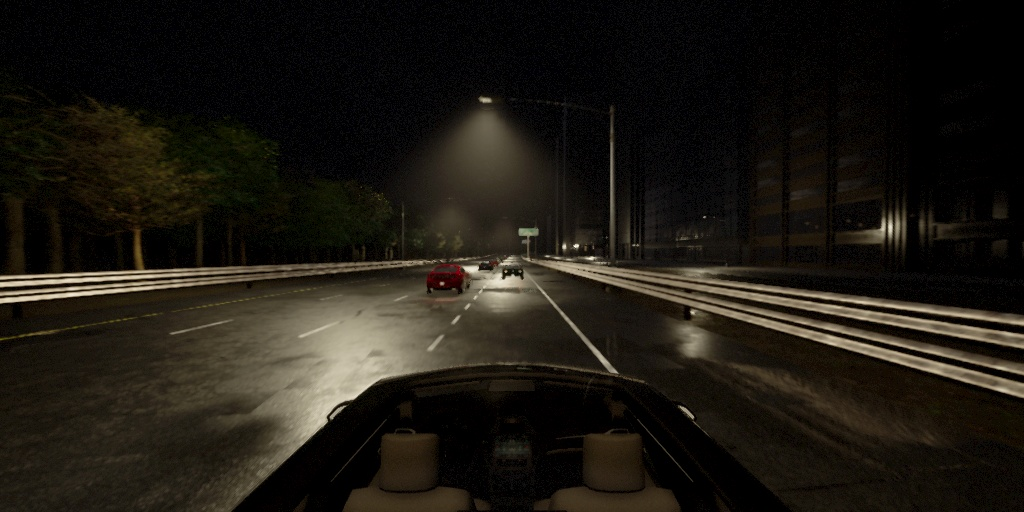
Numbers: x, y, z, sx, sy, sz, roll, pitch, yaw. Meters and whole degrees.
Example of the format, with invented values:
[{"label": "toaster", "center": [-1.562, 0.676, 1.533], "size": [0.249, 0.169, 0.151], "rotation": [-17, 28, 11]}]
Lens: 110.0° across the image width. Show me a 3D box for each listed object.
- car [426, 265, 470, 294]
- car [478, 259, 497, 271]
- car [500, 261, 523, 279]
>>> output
[{"label": "car", "center": [-3.517, 1.241, 20.489], "size": [1.882, 1.535, 5.008], "rotation": [0, 0, 0]}, {"label": "car", "center": [-3.620, 1.366, 50.494], "size": [1.994, 1.385, 4.181], "rotation": [0, 0, 0]}, {"label": "car", "center": [0.059, 1.379, 33.482], "size": [1.895, 1.301, 4.718], "rotation": [0, 0, 0]}]
